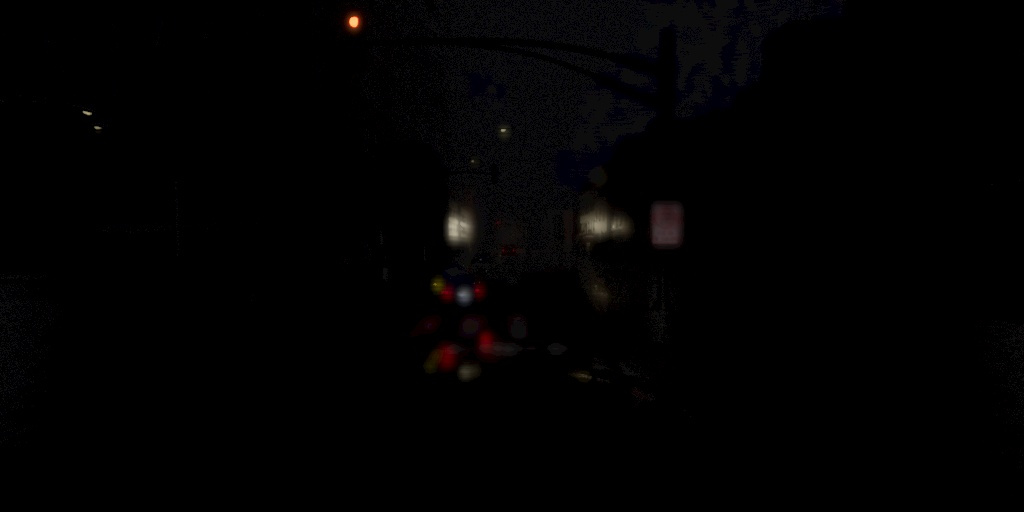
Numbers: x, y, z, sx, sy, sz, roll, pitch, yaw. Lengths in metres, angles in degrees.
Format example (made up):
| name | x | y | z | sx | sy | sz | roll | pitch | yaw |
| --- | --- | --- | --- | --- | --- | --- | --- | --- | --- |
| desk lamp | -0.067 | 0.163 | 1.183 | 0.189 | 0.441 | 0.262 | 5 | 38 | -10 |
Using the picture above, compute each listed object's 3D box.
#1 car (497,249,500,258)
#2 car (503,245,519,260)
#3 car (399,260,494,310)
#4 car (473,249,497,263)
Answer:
| name | x | y | z | sx | sy | sz | roll | pitch | yaw |
| --- | --- | --- | --- | --- | --- | --- | --- | --- | --- |
| car | -2.991 | -0.495 | 61.922 | 2.033 | 1.411 | 5.357 | 0 | 2 | 0 |
| car | -0.198 | -0.544 | 52.532 | 2.150 | 2.045 | 5.566 | 0 | 2 | 0 |
| car | -2.616 | 0.946 | 12.912 | 1.812 | 1.442 | 4.674 | 0 | 2 | -30 |
| car | -2.986 | 0.220 | 38.257 | 1.994 | 1.385 | 4.181 | 0 | 2 | 0 |
